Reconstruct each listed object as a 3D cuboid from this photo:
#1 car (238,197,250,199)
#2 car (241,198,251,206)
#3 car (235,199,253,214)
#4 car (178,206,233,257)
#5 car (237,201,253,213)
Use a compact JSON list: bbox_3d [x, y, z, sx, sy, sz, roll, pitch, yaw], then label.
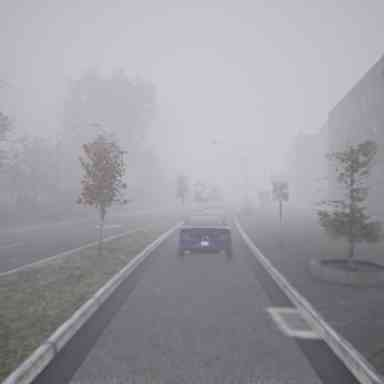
[{"bbox_3d":[12.057,2.206,74.208,2.435,2.045,5.566,0,-1,10],"label":"car"},{"bbox_3d":[12.965,2.415,79.616,2.185,1.767,4.553,0,-1,10],"label":"car"},{"bbox_3d":[6.574,1.931,41.439,2.097,1.535,5.008,-1,-1,9],"label":"car"},{"bbox_3d":[0.560,1.543,13.314,1.882,1.535,5.008,0,0,3],"label":"car"},{"bbox_3d":[7.462,2.051,46.865,2.163,1.488,4.792,0,-1,9],"label":"car"}]
